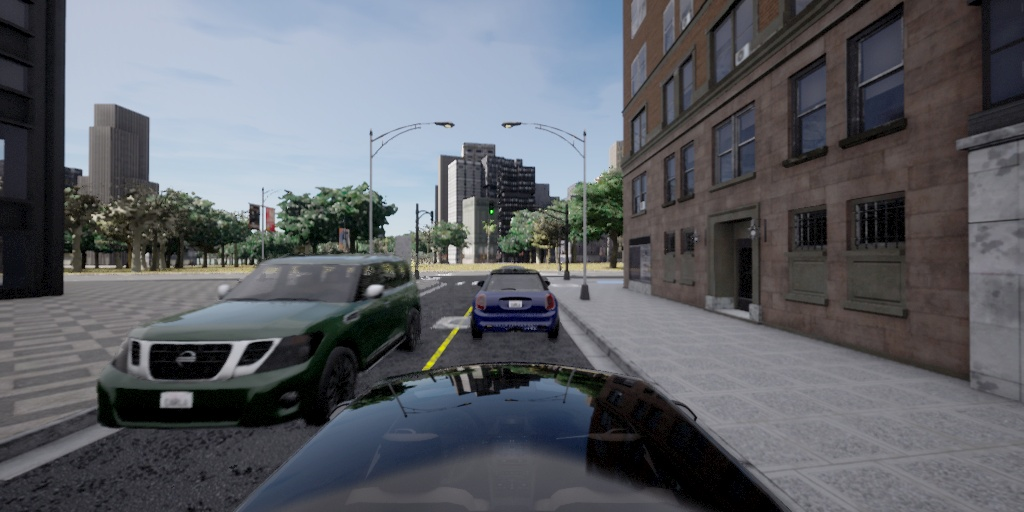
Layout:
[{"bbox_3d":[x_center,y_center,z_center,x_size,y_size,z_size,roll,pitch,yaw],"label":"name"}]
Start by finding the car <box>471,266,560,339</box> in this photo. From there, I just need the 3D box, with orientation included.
[{"bbox_3d":[0.062,1.126,10.306,2.097,1.767,4.553,0,0,0],"label":"car"}]

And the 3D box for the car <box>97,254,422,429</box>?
[{"bbox_3d":[-3.114,0.983,6.079,2.150,2.045,5.566,0,0,0],"label":"car"}]
